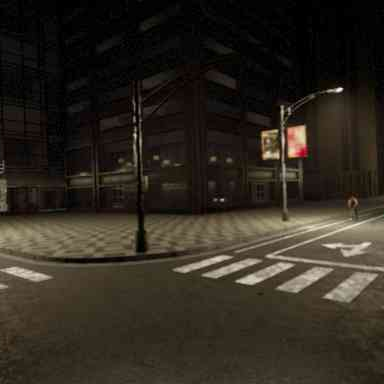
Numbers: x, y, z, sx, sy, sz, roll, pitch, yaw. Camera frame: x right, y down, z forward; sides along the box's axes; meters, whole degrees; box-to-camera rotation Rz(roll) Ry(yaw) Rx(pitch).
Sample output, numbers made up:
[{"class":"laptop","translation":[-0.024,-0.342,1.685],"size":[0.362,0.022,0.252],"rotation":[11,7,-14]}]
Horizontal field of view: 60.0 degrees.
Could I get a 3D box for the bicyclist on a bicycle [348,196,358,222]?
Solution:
[{"class":"bicyclist on a bicycle","translation":[10.285,1.085,21.205],"size":[0.582,1.620,1.656],"rotation":[-2,0,40]}]
